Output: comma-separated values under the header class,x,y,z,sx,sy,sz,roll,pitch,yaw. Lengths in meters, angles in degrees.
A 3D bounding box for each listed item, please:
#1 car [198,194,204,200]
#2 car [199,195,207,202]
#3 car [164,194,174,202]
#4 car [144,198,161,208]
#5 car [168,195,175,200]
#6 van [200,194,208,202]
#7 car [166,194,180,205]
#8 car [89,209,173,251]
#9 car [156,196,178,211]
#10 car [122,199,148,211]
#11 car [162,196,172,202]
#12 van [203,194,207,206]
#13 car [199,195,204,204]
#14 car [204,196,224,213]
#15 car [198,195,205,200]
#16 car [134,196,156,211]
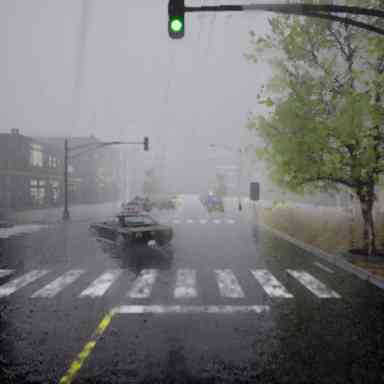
class,x,y,z,sx,sy,sz,roll,pitch,yaw
car,2.688,1.615,65.338,1.947,1.339,4.313,0,0,0
car,2.687,1.587,82.161,1.752,1.417,4.829,0,0,0
car,-5.693,1.377,81.988,2.192,1.841,5.009,0,0,0
car,-5.691,1.586,48.682,2.008,1.369,4.403,0,0,0
car,-5.695,1.596,92.920,1.752,1.417,4.829,0,0,0
van,2.689,1.398,76.440,1.690,1.788,3.998,0,0,0
car,-3.049,1.520,58.418,1.882,1.535,5.008,0,0,1
car,-2.826,1.611,14.307,1.895,1.301,4.718,0,0,-36
car,-3.095,1.594,41.355,1.994,1.385,4.181,0,0,0
car,-5.689,1.605,32.028,1.802,1.307,4.206,0,0,0
car,-5.693,1.608,76.437,2.008,1.369,4.403,0,0,0
van,2.691,1.373,43.134,1.690,1.788,3.998,0,0,0
car,2.689,1.591,54.236,2.008,1.369,4.403,0,0,0
car,2.691,1.553,37.752,1.752,1.417,4.829,0,0,0
car,2.685,1.637,93.093,1.947,1.339,4.313,0,0,0
car,-5.689,1.342,37.579,2.192,1.841,5.009,0,0,0
